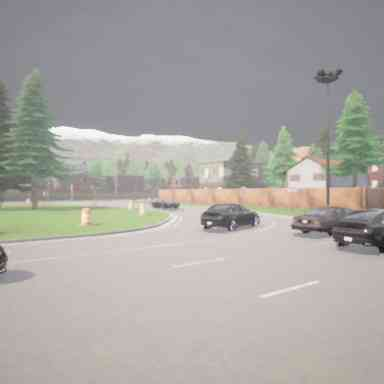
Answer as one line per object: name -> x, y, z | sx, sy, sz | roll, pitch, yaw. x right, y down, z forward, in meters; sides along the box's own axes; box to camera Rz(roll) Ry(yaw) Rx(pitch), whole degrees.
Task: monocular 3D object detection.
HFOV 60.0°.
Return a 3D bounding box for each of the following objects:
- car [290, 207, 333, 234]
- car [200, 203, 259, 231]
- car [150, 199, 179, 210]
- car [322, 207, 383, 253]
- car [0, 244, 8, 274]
car -> 7.563, 1.493, 17.742 | 5.357, 1.411, 2.033 | 0, 0, -36
car -> 2.409, 1.460, 20.248 | 1.837, 1.490, 4.892 | 1, 1, 37
car -> -3.499, 1.530, 41.506 | 1.895, 1.301, 4.718 | 0, 0, -32
car -> 7.651, 1.459, 13.505 | 4.892, 1.490, 1.837 | 0, 0, -36
car -> -6.906, 1.495, 7.418 | 4.902, 1.511, 2.128 | 0, 0, -36
